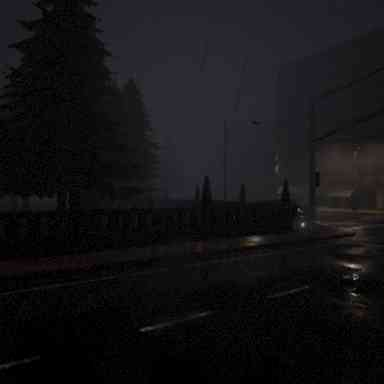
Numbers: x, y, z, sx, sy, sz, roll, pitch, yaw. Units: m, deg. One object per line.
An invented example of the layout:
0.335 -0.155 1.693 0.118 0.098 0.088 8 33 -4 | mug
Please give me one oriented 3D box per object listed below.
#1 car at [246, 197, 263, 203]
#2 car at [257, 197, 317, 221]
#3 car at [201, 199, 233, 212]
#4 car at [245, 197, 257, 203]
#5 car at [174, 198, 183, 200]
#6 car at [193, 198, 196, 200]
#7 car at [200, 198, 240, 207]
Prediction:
14.633 1.795 77.431 1.812 1.442 4.674 0 0 40 | car
7.920 1.424 27.335 2.097 1.767 4.553 0 0 -33 | car
3.098 1.648 42.646 2.033 1.411 5.357 0 0 -21 | car
7.882 1.571 33.790 1.882 1.535 5.008 0 0 -32 | car
-2.014 1.623 48.583 1.812 1.442 4.674 0 0 -11 | car
0.933 1.616 52.761 2.128 1.511 4.902 0 0 -5 | car
2.824 1.622 35.316 2.033 1.411 5.357 0 0 -30 | car
